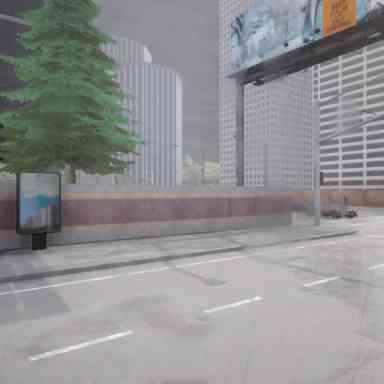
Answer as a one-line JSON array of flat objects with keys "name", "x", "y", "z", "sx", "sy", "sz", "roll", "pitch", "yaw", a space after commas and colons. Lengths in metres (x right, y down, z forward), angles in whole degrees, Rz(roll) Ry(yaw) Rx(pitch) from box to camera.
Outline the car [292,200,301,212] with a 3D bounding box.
[{"name": "car", "x": 11.425, "y": 1.547, "z": 35.190, "sx": 2.033, "sy": 1.411, "sz": 5.357, "roll": 0, "pitch": 0, "yaw": -35}]

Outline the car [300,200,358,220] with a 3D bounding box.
[{"name": "car", "x": 11.760, "y": 1.564, "z": 28.275, "sx": 1.994, "sy": 1.385, "sz": 4.181, "roll": 0, "pitch": 0, "yaw": -31}]

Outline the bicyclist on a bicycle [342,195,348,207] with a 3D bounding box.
[{"name": "bicyclist on a bicycle", "x": 21.291, "y": 1.301, "z": 46.319, "sx": 1.656, "sy": 1.620, "sz": 0.582, "roll": 0, "pitch": 0, "yaw": -35}]
